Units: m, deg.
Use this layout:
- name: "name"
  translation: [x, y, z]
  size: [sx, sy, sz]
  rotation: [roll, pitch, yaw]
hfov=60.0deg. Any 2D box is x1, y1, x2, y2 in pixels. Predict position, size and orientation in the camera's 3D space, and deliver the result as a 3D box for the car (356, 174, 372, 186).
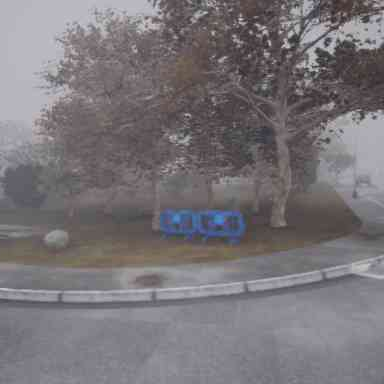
- name: "car"
  translation: [28.721, -2.053, 55.921]
  size: [2.150, 2.045, 5.566]
  rotation: [1, 4, 21]
